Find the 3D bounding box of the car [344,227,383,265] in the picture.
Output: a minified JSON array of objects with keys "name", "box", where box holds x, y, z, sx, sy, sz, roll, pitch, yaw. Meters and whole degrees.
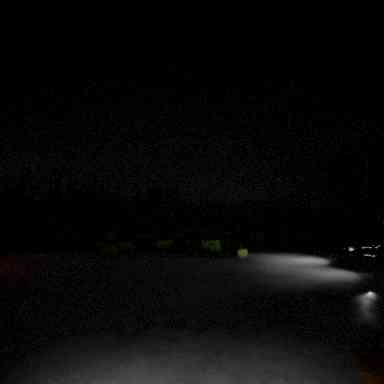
[{"name":"car","box":[7.219,1.487,10.159,4.892,1.490,1.837,0,0,-2]}]
